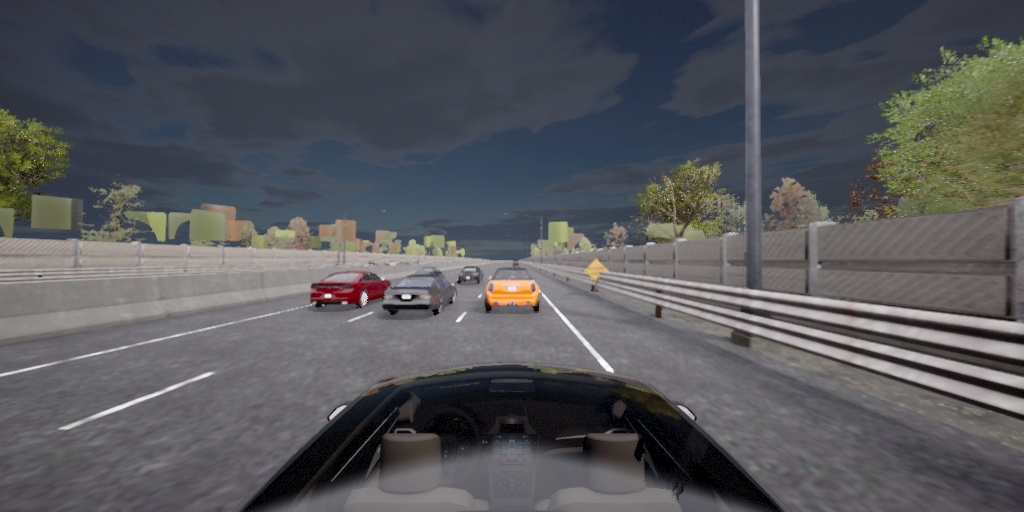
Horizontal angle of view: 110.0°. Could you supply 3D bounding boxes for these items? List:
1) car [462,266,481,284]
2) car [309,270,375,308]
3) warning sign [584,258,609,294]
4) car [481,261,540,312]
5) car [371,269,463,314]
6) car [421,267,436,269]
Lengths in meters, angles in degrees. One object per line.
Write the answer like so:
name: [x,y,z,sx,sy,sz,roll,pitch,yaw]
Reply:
car: [-3.470,1.583,30.747,1.812,1.442,4.674,0,0,0]
car: [-6.969,1.379,16.090,1.882,1.535,5.008,0,0,0]
warning sign: [4.553,1.052,19.295,1.300,1.860,1.060,0,0,0]
car: [0.024,1.245,15.282,2.097,1.767,4.553,0,-1,0]
car: [-3.486,1.432,14.391,2.033,1.411,5.357,0,-1,0]
car: [-6.971,1.618,30.361,1.994,1.385,4.181,0,-1,0]
